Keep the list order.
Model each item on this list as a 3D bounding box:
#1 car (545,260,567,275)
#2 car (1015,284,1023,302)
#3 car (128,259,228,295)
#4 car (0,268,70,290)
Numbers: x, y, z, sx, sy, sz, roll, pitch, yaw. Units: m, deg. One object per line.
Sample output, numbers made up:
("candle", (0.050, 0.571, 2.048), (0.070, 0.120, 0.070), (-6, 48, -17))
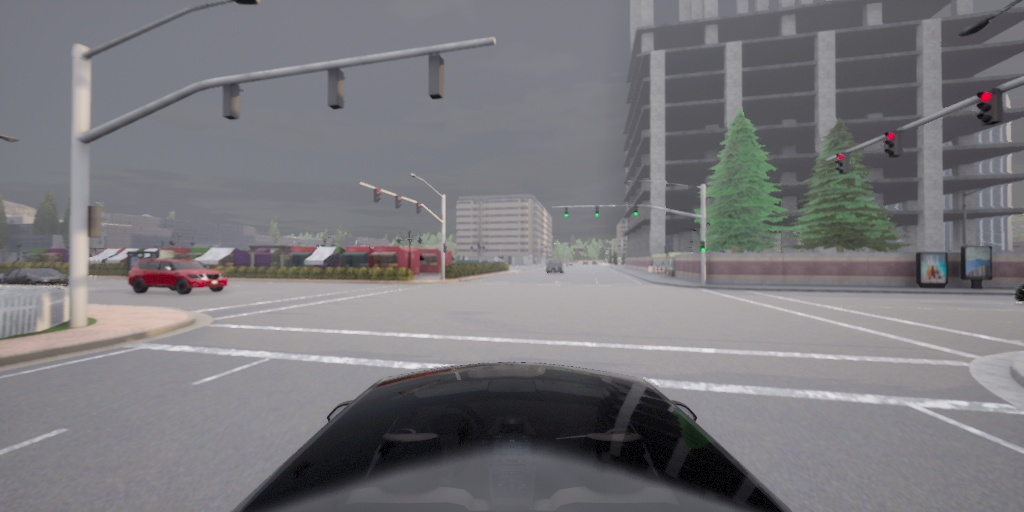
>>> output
("car", (5.967, 1.587, 49.629), (2.150, 2.045, 5.566), (0, 1, 12))
("car", (25.297, 1.346, 15.410), (4.553, 1.767, 2.097), (0, -1, 13))
("car", (-20.173, 1.191, 21.683), (5.566, 2.045, 2.150), (0, -1, 13))
("car", (-32.417, 1.521, 24.391), (5.357, 1.411, 2.033), (0, -1, 13))
